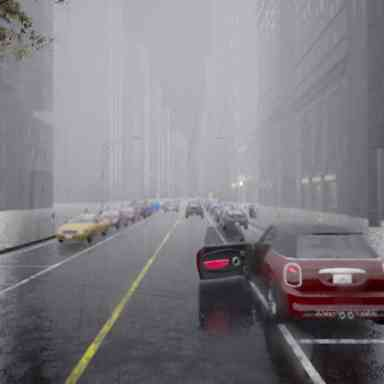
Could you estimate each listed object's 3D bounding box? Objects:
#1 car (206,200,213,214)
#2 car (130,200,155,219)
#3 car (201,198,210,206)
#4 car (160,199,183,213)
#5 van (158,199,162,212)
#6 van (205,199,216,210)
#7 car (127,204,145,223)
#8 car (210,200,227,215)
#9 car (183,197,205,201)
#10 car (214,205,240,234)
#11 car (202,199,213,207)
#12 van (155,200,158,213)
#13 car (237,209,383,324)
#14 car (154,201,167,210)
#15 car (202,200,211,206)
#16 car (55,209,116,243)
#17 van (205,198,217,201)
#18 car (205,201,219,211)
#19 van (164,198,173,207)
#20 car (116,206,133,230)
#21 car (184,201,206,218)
[{"bbox_3d":[3.004,2.053,40.523,2.008,1.369,4.403,0,-1,0],"label":"car"},{"bbox_3d":[-5.555,1.763,34.888,2.192,1.841,5.009,0,-1,0],"label":"car"},{"bbox_3d":[3.232,2.328,80.264,2.192,1.841,5.009,0,-1,0],"label":"car"},{"bbox_3d":[-2.731,2.072,45.699,2.128,1.511,4.902,0,-1,0],"label":"car"},{"bbox_3d":[-5.489,1.932,46.242,1.690,1.788,3.998,0,-1,0],"label":"van"},{"bbox_3d":[3.101,2.060,57.556,1.690,1.788,3.998,0,-1,0],"label":"van"},{"bbox_3d":[-5.587,1.958,29.208,1.802,1.307,4.206,0,-1,0],"label":"car"},{"bbox_3d":[2.937,1.799,29.169,1.967,1.590,4.097,0,-1,0],"label":"car"},{"bbox_3d":[0.301,1.917,45.142,2.097,1.767,4.553,0,-1,1],"label":"car"},{"bbox_3d":[2.905,1.839,23.491,2.008,1.369,4.403,0,-1,0],"label":"car"},{"bbox_3d":[3.167,2.306,68.909,1.967,1.590,4.097,0,-1,0],"label":"car"},{"bbox_3d":[-5.522,1.860,40.565,1.690,1.788,3.998,0,-1,0],"label":"van"},{"bbox_3d":[2.440,1.441,7.490,2.097,1.767,4.553,0,-1,0],"label":"car"},{"bbox_3d":[-5.423,2.318,57.592,1.802,1.307,4.206,0,-1,0],"label":"car"},{"bbox_3d":[3.201,2.521,74.584,1.802,1.307,4.206,0,-1,0],"label":"car"},{"bbox_3d":[-5.654,1.757,17.685,1.752,1.417,4.829,0,-1,0],"label":"car"},{"bbox_3d":[3.035,1.915,46.203,1.690,1.788,3.998,0,-1,0],"label":"van"},{"bbox_3d":[3.069,2.191,51.877,1.887,1.381,4.507,0,-1,0],"label":"car"},{"bbox_3d":[-5.325,2.297,74.626,1.690,1.788,3.998,0,-1,0],"label":"van"},{"bbox_3d":[-5.620,1.887,23.531,1.802,1.307,4.206,0,-1,0],"label":"car"},{"bbox_3d":[0.278,1.941,35.006,1.837,1.490,4.892,0,-1,1],"label":"car"}]
